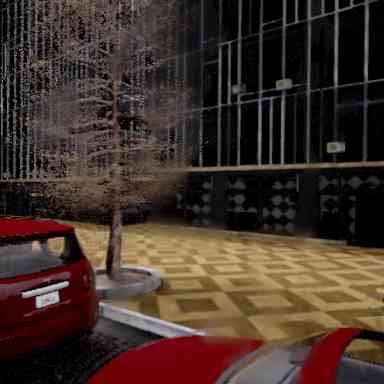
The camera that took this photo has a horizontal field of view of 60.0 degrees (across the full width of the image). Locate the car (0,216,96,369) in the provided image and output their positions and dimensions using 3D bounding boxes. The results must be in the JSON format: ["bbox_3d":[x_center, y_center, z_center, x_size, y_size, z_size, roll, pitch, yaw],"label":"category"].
[{"bbox_3d":[-3.609,1.327,5.228,5.009,1.841,2.192,0,1,35],"label":"car"}]

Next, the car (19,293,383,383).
[{"bbox_3d":[0.997,1.583,1.957,4.206,1.307,1.802,0,1,35],"label":"car"}]
